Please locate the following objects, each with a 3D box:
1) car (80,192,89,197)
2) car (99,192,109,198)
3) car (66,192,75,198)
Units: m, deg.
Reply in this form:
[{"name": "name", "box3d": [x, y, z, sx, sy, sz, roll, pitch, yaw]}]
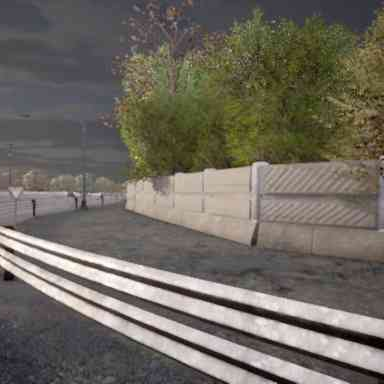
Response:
[{"name": "car", "box3d": [-27.740, 0.801, 86.002, 1.994, 1.385, 4.181, 0, 0, -21]}, {"name": "car", "box3d": [-22.794, 0.802, 86.084, 1.812, 1.442, 4.674, 0, 0, -5]}, {"name": "car", "box3d": [-31.063, 0.734, 84.903, 1.837, 1.490, 4.892, 0, 0, -21]}]
